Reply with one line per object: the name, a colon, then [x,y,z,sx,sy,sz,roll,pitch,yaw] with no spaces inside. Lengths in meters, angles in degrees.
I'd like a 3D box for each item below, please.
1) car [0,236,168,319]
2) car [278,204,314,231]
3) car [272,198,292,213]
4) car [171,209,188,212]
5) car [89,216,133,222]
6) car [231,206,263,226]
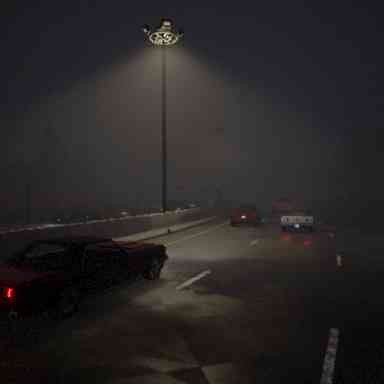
car: [-2.451,1.668,7.669,1.895,1.301,4.718,-1,0,27]
car: [6.833,1.692,21.565,1.895,1.301,4.718,0,0,18]
car: [10.772,1.530,39.871,2.097,1.767,4.553,0,0,8]
car: [-1.494,1.562,31.707,2.097,1.767,4.553,-1,0,12]
car: [-6.366,1.759,26.675,2.033,1.411,5.357,0,0,17]
car: [4.122,1.693,24.791,1.994,1.385,4.181,0,0,16]
